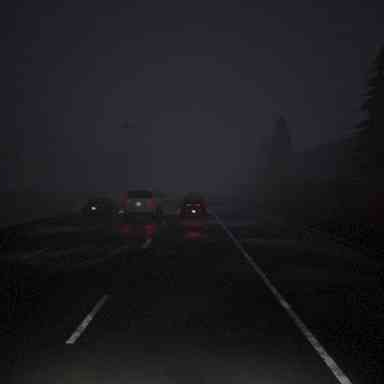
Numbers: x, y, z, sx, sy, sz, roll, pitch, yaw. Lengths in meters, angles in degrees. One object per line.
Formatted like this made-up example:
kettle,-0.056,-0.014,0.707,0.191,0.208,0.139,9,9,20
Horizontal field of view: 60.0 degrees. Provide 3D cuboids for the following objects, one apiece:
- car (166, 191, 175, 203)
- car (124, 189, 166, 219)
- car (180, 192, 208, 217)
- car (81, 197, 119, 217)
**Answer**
car,-3.362,0.631,44.732,1.882,1.535,5.008,0,1,0
car,-3.381,0.773,23.718,2.150,2.045,5.566,0,1,0
car,0.123,1.023,25.453,1.837,1.490,4.892,0,1,0
car,-6.878,1.085,25.245,1.994,1.385,4.181,0,1,0
